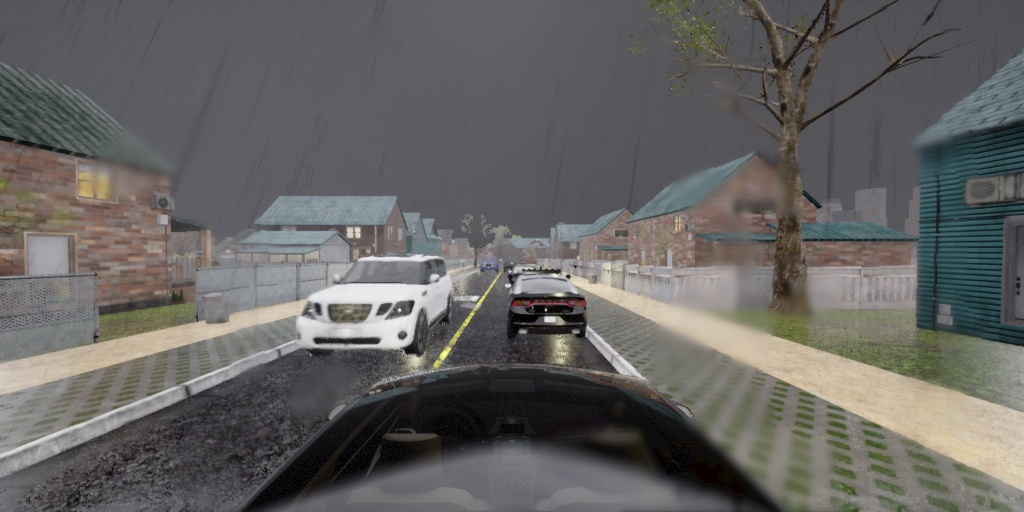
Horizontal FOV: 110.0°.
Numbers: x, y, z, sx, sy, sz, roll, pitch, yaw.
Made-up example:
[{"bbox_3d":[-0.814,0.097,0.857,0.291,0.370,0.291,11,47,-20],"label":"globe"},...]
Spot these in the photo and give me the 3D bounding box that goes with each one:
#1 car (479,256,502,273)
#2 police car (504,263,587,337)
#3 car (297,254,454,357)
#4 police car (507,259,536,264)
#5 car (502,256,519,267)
[{"bbox_3d":[-2.742,1.016,44.297,2.150,2.045,5.566,0,0,0],"label":"car"},{"bbox_3d":[0.827,1.174,10.360,1.930,1.638,5.238,0,0,0],"label":"police car"},{"bbox_3d":[-2.849,0.969,8.912,2.150,2.045,5.566,0,0,0],"label":"car"},{"bbox_3d":[0.828,1.180,20.362,1.930,1.638,5.238,0,0,0],"label":"police car"},{"bbox_3d":[0.029,1.023,47.008,2.150,2.045,5.566,0,0,0],"label":"car"}]
